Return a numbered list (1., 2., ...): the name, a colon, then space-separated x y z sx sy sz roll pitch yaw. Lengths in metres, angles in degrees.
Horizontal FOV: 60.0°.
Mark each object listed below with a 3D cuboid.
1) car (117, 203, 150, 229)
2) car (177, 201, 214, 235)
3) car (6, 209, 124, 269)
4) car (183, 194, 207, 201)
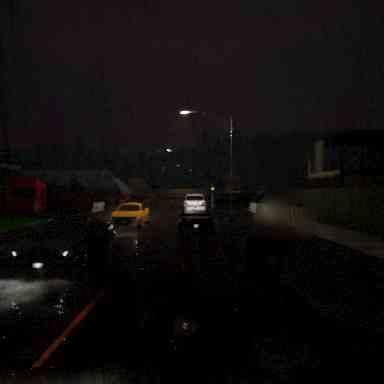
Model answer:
1. car: -3.952 1.449 21.746 1.882 1.535 5.008 0 0 1
2. car: 0.206 1.464 18.672 2.128 1.511 4.902 0 0 0
3. car: -4.025 1.533 11.358 2.033 1.411 5.357 0 0 0
4. car: 0.279 1.180 32.620 2.150 2.045 5.566 0 0 0
